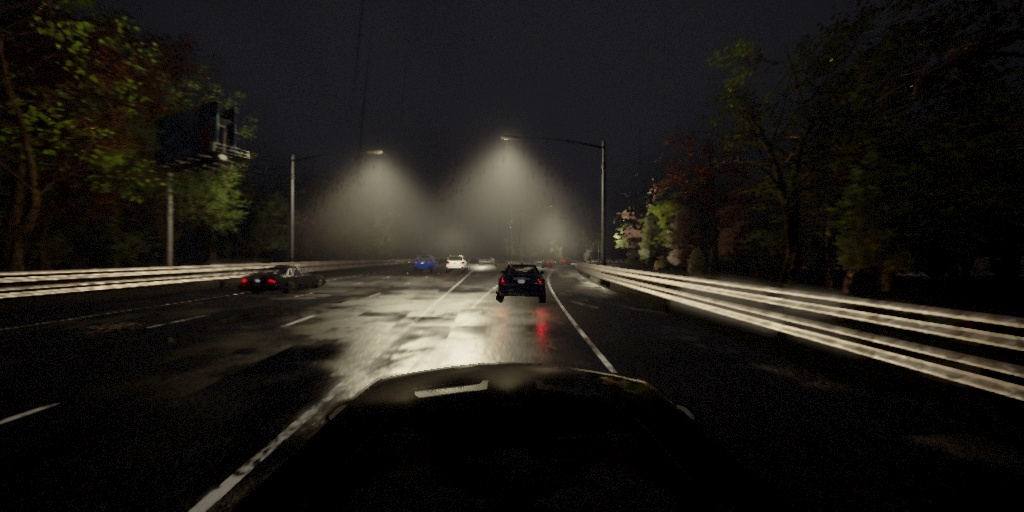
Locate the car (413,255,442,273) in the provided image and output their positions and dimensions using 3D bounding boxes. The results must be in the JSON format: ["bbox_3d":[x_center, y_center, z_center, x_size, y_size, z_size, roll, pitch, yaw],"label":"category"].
[{"bbox_3d":[-10.021,0.921,42.025,2.150,2.045,5.566,0,0,-4],"label":"car"}]

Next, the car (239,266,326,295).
[{"bbox_3d":[-12.132,1.234,19.369,2.033,1.411,5.357,0,0,-4],"label":"car"}]

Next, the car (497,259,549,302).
[{"bbox_3d":[0.500,1.108,17.311,2.097,1.767,4.553,0,0,3],"label":"car"}]

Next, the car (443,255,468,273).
[{"bbox_3d":[-6.579,0.940,43.066,2.150,2.045,5.566,0,0,-4],"label":"car"}]
